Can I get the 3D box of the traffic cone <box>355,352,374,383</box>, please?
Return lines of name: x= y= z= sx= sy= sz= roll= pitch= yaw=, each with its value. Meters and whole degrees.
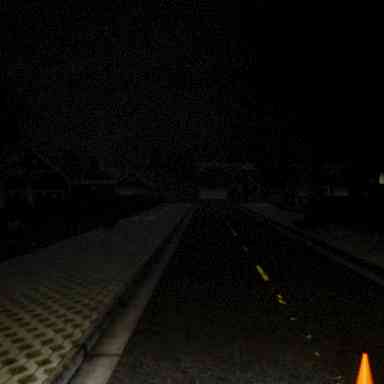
traffic cone: x=1.797 y=1.969 z=3.458 sx=0.340 sy=0.580 sz=0.340 roll=0 pitch=0 yaw=-1
